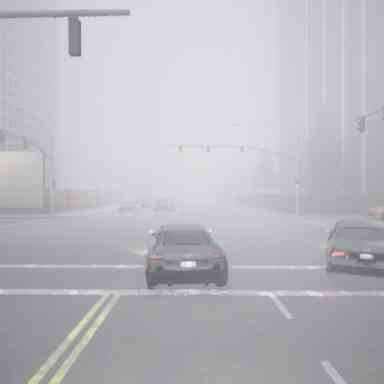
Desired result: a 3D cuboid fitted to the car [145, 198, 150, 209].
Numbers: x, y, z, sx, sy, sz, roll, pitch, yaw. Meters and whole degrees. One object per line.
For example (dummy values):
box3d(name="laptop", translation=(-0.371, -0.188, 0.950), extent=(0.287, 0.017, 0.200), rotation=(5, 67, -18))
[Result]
box3d(name="car", translation=(-7.076, 1.570, 47.552), extent=(1.837, 1.490, 4.892), rotation=(0, 0, 0))

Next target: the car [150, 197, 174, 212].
box3d(name="car", translation=(-3.590, 1.560, 40.463), extent=(1.837, 1.490, 4.892), rotation=(0, 0, 0))

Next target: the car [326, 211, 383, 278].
box3d(name="car", translation=(5.109, 1.544, 10.090), extent=(2.033, 1.411, 5.357), rotation=(0, 0, 24))

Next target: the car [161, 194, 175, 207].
box3d(name="car", translation=(-3.569, 1.546, 49.941), extent=(1.882, 1.535, 5.008), rotation=(0, 0, 0))

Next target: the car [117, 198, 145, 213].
box3d(name="car", translation=(-7.093, 1.600, 38.110), extent=(2.033, 1.411, 5.357), rotation=(0, 0, 0))

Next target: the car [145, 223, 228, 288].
box3d(name="car", translation=(-0.295, 1.557, 9.375), extent=(1.994, 1.385, 4.181), rotation=(0, 1, -6))

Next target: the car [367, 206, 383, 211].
box3d(name="car", translation=(15.500, 1.330, 24.805), extent=(4.553, 1.767, 2.097), rotation=(0, 0, 0))
